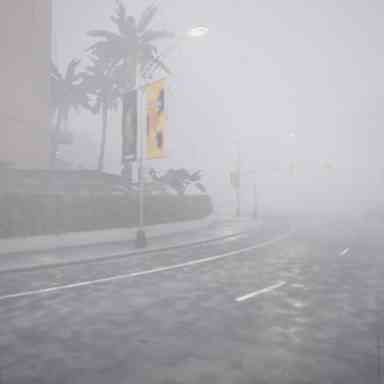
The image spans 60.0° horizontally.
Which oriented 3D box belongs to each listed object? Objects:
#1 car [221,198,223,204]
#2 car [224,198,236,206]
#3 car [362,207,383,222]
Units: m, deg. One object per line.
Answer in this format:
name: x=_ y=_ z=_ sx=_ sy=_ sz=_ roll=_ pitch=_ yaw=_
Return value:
car: x=9.189 y=2.433 z=84.766 sx=2.185 sy=1.767 sz=4.553 roll=0 pitch=-1 yaw=1
car: x=9.153 y=2.480 z=78.339 sx=2.097 sy=1.535 sz=5.008 roll=0 pitch=-1 yaw=1
car: x=17.538 y=2.058 z=30.826 sx=1.895 sy=1.301 sz=4.718 roll=0 pitch=-1 yaw=6
